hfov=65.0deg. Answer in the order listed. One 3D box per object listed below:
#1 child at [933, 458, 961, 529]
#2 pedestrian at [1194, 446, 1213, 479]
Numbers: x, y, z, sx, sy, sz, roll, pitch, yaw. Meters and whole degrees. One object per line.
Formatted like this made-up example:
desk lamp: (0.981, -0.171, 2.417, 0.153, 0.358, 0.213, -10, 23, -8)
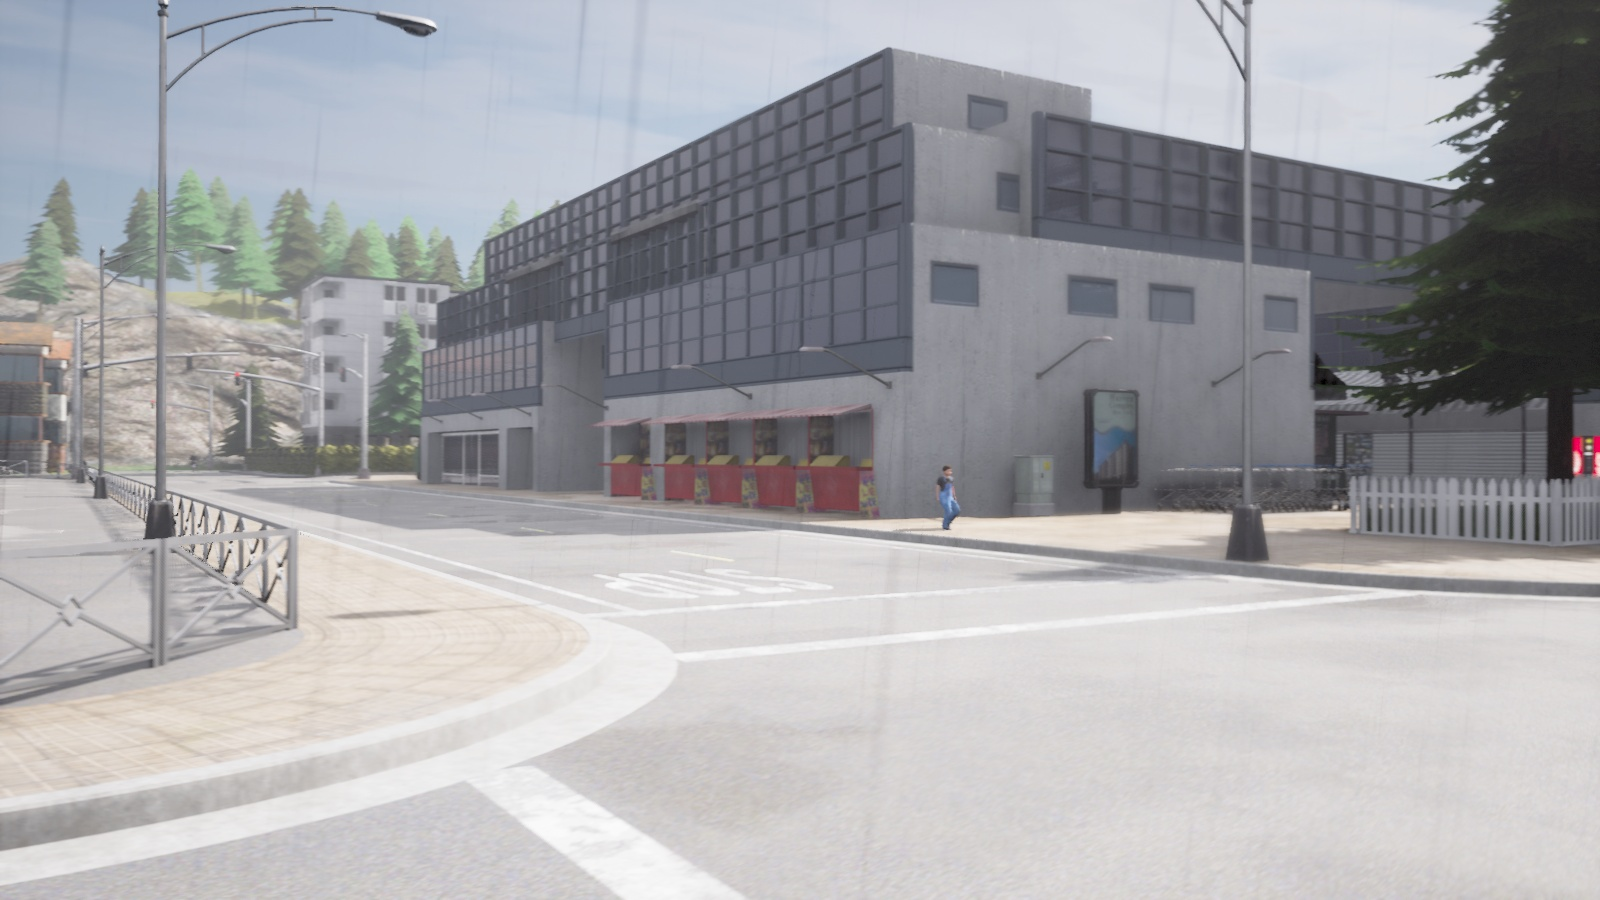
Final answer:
child: (2.652, 0.784, 22.642, 0.270, 1.263, 0.437, 0, 0, -34)
pedestrian: (23.815, 0.733, 74.114, 0.563, 1.883, 0.849, 0, 0, -32)
